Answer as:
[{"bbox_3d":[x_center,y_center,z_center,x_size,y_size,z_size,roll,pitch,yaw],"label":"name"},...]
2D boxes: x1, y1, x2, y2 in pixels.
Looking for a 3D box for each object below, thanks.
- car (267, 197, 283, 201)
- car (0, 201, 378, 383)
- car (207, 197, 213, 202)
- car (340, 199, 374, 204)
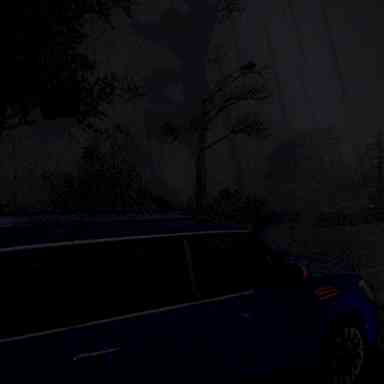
[{"bbox_3d":[12.730,1.576,51.365,1.812,1.442,4.674,0,-1,-26],"label":"car"},{"bbox_3d":[-0.333,1.221,3.462,5.566,2.045,2.150,0,0,-36],"label":"car"},{"bbox_3d":[4.913,1.766,68.941,2.033,1.411,5.357,0,-1,-23],"label":"car"},{"bbox_3d":[19.375,1.528,38.584,1.812,1.442,4.674,0,0,-29],"label":"car"}]
